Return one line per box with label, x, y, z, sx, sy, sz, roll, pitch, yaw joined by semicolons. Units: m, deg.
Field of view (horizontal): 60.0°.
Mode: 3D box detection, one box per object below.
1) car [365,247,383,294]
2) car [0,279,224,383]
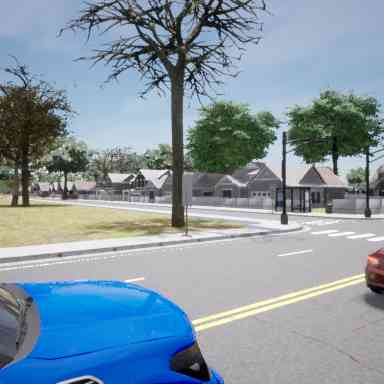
car;5.677;1.525;7.464;4.674;1.442;1.812;0;0;-36
car;-2.399;1.222;1.730;5.566;2.045;2.150;0;0;-36
